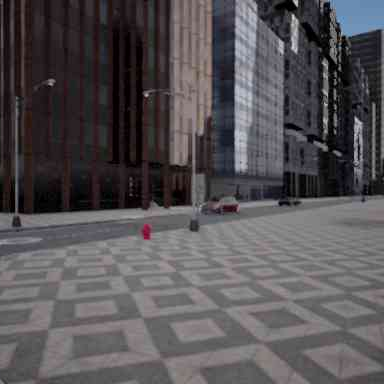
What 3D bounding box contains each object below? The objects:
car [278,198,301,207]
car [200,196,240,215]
[{"bbox_3d":[13.827,1.447,47.035,1.895,1.301,4.718,0,0,36],"label":"car"},{"bbox_3d":[2.723,1.207,31.641,2.097,1.767,4.553,0,0,36],"label":"car"}]
